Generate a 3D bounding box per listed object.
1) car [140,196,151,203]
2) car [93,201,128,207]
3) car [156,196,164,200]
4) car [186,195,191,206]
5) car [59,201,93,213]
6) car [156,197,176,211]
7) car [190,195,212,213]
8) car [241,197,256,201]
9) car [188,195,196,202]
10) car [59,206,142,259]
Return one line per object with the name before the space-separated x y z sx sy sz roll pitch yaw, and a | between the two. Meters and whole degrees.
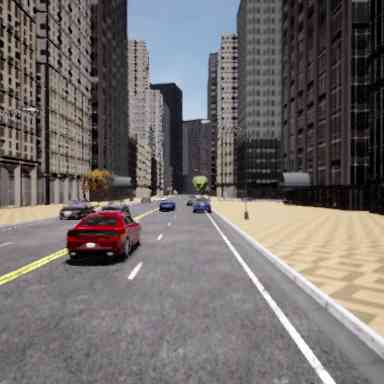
car | -9.729 1.589 70.459 2.128 1.511 4.902 0 0 0
car | -6.580 1.560 28.691 2.128 1.511 4.902 0 0 0
car | -6.479 1.588 70.457 1.812 1.442 4.674 0 0 0
car | 0.018 1.683 57.912 2.033 1.411 5.357 0 0 0
car | -9.830 1.560 28.701 2.128 1.511 4.902 0 0 0
car | -3.138 1.665 43.257 1.994 1.385 4.181 0 0 0
car | 1.148 1.441 38.497 2.097 1.767 4.553 0 0 0
car | 15.949 2.047 94.018 4.403 1.369 2.008 1 0 -1
car | 0.025 1.596 83.015 1.837 1.490 4.892 0 0 0
car | -3.148 1.507 12.798 1.882 1.535 5.008 0 0 0
